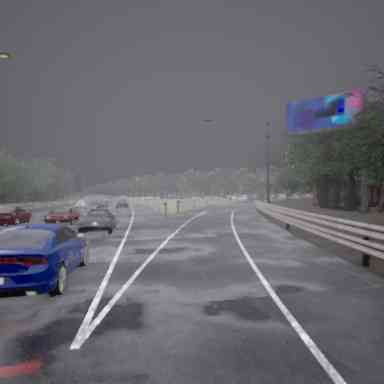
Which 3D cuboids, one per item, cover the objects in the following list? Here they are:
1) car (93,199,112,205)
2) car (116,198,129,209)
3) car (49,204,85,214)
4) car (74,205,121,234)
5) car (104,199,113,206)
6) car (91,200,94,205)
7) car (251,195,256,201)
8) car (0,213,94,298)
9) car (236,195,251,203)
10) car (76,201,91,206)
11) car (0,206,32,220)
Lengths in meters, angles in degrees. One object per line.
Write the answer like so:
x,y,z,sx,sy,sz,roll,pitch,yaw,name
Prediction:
-15.664,2.243,58.647,2.033,1.411,5.357,0,-1,-11,car
-12.071,2.003,57.895,2.097,1.767,4.553,0,-1,-11,car
-9.974,1.883,26.059,1.895,1.301,4.718,0,-1,-9,car
-5.741,1.763,20.704,1.994,1.385,4.181,0,-1,-8,car
-21.360,2.623,84.949,2.128,1.511,4.902,0,-1,-13,car
-24.728,2.646,83.974,2.128,1.511,4.902,0,-1,-13,car
14.886,1.541,83.162,2.128,1.511,4.902,0,0,26,car
-4.034,1.562,8.753,1.882,1.535,5.008,0,0,-8,car
11.166,1.689,73.700,1.812,1.442,4.674,0,0,21,car
-18.964,2.237,57.232,1.812,1.442,4.674,0,-1,-11,car
-13.251,1.772,24.267,1.882,1.535,5.008,0,-1,-9,car
